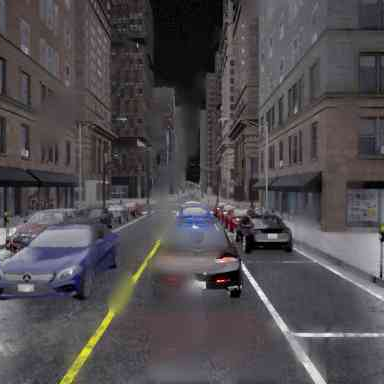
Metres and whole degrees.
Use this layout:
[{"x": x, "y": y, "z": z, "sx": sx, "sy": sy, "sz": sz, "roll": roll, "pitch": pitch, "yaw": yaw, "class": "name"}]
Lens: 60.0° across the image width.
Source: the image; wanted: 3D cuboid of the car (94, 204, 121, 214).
[{"x": -5.711, "y": 1.565, "z": 19.113, "sx": 1.947, "sy": 1.339, "sz": 4.313, "roll": -1, "pitch": 0, "yaw": 0, "class": "car"}]

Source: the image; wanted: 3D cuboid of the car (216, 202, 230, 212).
[{"x": 2.832, "y": 1.544, "z": 24.590, "sx": 1.887, "sy": 1.381, "sz": 4.507, "roll": -1, "pitch": 0, "yaw": 0, "class": "car"}]

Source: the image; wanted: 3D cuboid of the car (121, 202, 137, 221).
[{"x": -5.693, "y": 1.550, "z": 24.618, "sx": 2.008, "sy": 1.369, "sz": 4.403, "roll": -1, "pitch": 0, "yaw": 0, "class": "car"}]

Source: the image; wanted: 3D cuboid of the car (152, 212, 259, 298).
[{"x": 0.126, "y": 1.490, "z": 8.513, "sx": 2.128, "sy": 1.511, "sz": 4.902, "roll": 0, "pitch": 0, "yaw": 0, "class": "car"}]

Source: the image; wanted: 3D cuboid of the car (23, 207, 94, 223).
[{"x": -5.731, "y": 1.439, "z": 13.608, "sx": 1.967, "sy": 1.590, "sz": 4.097, "roll": -1, "pitch": 0, "yaw": 0, "class": "car"}]

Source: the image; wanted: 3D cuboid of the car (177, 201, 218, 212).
[{"x": 0.159, "y": 1.476, "z": 18.018, "sx": 1.882, "sy": 1.535, "sz": 5.008, "roll": 0, "pitch": 0, "yaw": 0, "class": "car"}]

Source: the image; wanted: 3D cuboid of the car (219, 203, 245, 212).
[{"x": 2.814, "y": 1.543, "z": 19.084, "sx": 1.887, "sy": 1.381, "sz": 4.507, "roll": -1, "pitch": 0, "yaw": 0, "class": "car"}]

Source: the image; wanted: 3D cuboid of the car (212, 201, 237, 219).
[{"x": 2.850, "y": 1.544, "z": 30.095, "sx": 1.887, "sy": 1.381, "sz": 4.507, "roll": -1, "pitch": 0, "yaw": 0, "class": "car"}]

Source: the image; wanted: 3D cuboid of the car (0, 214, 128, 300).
[{"x": -3.070, "y": 1.524, "z": 8.499, "sx": 1.812, "sy": 1.442, "sz": 4.674, "roll": 0, "pitch": 0, "yaw": 0, "class": "car"}]

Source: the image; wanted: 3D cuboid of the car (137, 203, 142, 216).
[{"x": -5.675, "y": 1.544, "z": 30.124, "sx": 1.887, "sy": 1.381, "sz": 4.507, "roll": -1, "pitch": 0, "yaw": 0, "class": "car"}]

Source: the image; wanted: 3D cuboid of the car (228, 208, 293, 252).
[{"x": 2.796, "y": 1.564, "z": 13.580, "sx": 1.947, "sy": 1.339, "sz": 4.313, "roll": -1, "pitch": 0, "yaw": 0, "class": "car"}]
